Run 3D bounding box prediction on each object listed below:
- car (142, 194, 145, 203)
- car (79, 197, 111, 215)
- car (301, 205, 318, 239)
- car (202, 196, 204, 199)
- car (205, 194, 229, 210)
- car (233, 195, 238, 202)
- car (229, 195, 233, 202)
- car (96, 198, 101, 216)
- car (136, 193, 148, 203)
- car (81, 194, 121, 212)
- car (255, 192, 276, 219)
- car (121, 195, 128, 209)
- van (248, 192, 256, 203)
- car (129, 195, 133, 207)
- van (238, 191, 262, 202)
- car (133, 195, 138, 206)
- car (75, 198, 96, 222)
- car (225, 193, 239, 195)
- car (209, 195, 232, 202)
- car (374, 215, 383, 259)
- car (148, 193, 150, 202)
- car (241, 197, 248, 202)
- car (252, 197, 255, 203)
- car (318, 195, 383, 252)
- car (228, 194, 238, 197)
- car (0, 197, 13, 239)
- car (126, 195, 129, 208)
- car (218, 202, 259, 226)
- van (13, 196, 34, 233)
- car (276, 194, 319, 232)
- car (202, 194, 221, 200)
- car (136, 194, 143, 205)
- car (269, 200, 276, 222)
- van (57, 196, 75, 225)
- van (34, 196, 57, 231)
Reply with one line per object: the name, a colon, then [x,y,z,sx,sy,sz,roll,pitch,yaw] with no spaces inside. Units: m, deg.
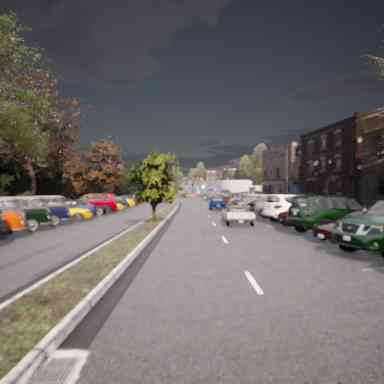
car: [-10.704,1.482,54.619,4.792,1.488,2.163,-1,0,-22]
car: [-10.376,1.498,30.880,4.792,1.488,2.163,-1,0,-20]
car: [7.757,1.506,15.041,4.792,1.488,2.163,1,0,-20]
car: [5.780,1.275,84.380,4.553,1.767,2.185,1,0,-25]
car: [3.081,1.443,41.743,1.882,1.535,5.008,0,0,0]
car: [7.953,1.454,39.191,5.366,1.575,1.946,1,0,-20]
car: [7.770,1.452,42.134,5.008,1.535,2.097,1,0,-21]
car: [-10.427,1.500,27.877,4.792,1.488,2.163,-1,0,-20]
car: [-10.834,1.451,57.561,5.008,1.535,2.097,-1,0,-22]
car: [-10.433,1.215,33.828,5.566,2.045,2.435,-1,0,-20]
car: [7.820,1.219,24.083,5.566,2.045,2.435,1,0,-20]
car: [-10.243,1.459,36.882,5.366,1.575,1.946,-1,0,-20]
van: [7.692,1.237,30.038,4.442,1.987,1.878,1,0,-20]
car: [-10.436,1.334,42.760,4.553,1.767,2.185,-1,0,-21]
van: [7.687,1.231,36.063,4.442,1.987,1.878,1,0,-20]
car: [-10.499,1.458,45.716,5.008,1.535,2.097,-1,0,-21]
car: [-10.226,1.467,24.980,5.366,1.575,1.946,-1,0,-20]
car: [7.657,1.319,48.172,4.553,1.767,2.185,1,0,-21]
car: [6.469,1.450,75.337,4.674,1.452,2.002,1,0,-24]
car: [7.751,1.512,9.029,4.792,1.488,2.163,1,0,-20]
car: [-11.284,1.448,63.403,5.366,1.575,1.946,-1,0,-23]
car: [7.823,1.491,33.108,4.792,1.488,2.163,1,0,-20]
car: [7.798,1.467,27.075,5.008,1.535,2.097,1,0,-20]
car: [7.760,1.228,12.033,5.566,2.045,2.435,1,0,-20]
car: [7.715,1.449,45.153,4.892,1.521,2.231,1,0,-21]
car: [-10.431,1.231,12.995,5.566,2.045,2.435,-1,0,-20]
car: [-10.428,1.463,39.782,4.892,1.521,2.231,-1,0,-20]
car: [3.130,1.583,23.380,1.895,1.301,4.718,0,0,0]
van: [-10.294,1.252,16.026,4.442,1.987,1.878,-1,0,-20]
car: [7.815,1.224,18.075,5.566,2.045,2.435,1,0,-20]
car: [5.361,1.428,90.355,4.792,1.488,2.163,1,0,-26]
car: [-10.670,1.485,51.624,4.792,1.488,2.163,-1,0,-21]
car: [7.793,1.472,21.064,5.008,1.535,2.097,1,0,-20]
van: [-10.296,1.248,21.981,4.442,1.987,1.878,-1,0,-20]
van: [-10.295,1.250,19.003,4.442,1.987,1.878,-1,0,-20]
